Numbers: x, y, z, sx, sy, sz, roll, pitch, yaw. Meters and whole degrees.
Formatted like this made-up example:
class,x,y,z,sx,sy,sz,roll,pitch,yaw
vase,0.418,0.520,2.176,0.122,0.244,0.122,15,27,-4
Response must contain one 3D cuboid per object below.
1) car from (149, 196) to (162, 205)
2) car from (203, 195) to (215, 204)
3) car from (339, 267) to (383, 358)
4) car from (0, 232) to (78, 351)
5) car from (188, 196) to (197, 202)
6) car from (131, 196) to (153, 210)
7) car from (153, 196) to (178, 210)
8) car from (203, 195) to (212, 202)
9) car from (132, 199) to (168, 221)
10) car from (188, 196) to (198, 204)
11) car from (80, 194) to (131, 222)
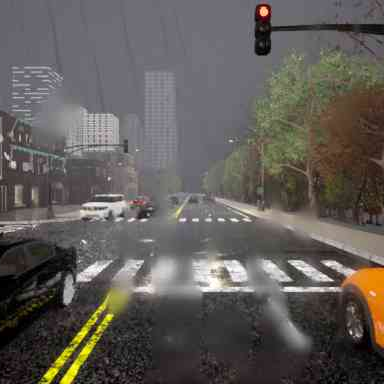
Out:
class,x,y,z,sx,sy,sz,roll,pitch,yaw
car,-6.439,1.456,59.224,1.882,1.535,5.008,0,0,0
car,3.500,1.467,64.714,2.128,1.511,4.902,0,0,0
car,3.359,1.351,3.399,2.097,1.767,4.553,0,0,0
car,-3.338,1.477,5.022,1.882,1.535,5.008,0,0,0
car,0.180,1.566,74.932,1.895,1.301,4.718,0,0,0
car,-6.500,1.338,42.357,2.097,1.767,4.553,0,0,0
car,-3.250,1.477,41.651,2.128,1.511,4.902,0,0,0
car,3.430,1.448,74.879,1.882,1.535,5.008,0,0,0
car,-3.286,1.557,27.109,1.994,1.385,4.181,0,0,0
car,0.251,1.523,64.439,2.033,1.411,5.357,0,0,1
car,-7.005,1.215,26.991,2.150,2.045,5.566,0,0,6
